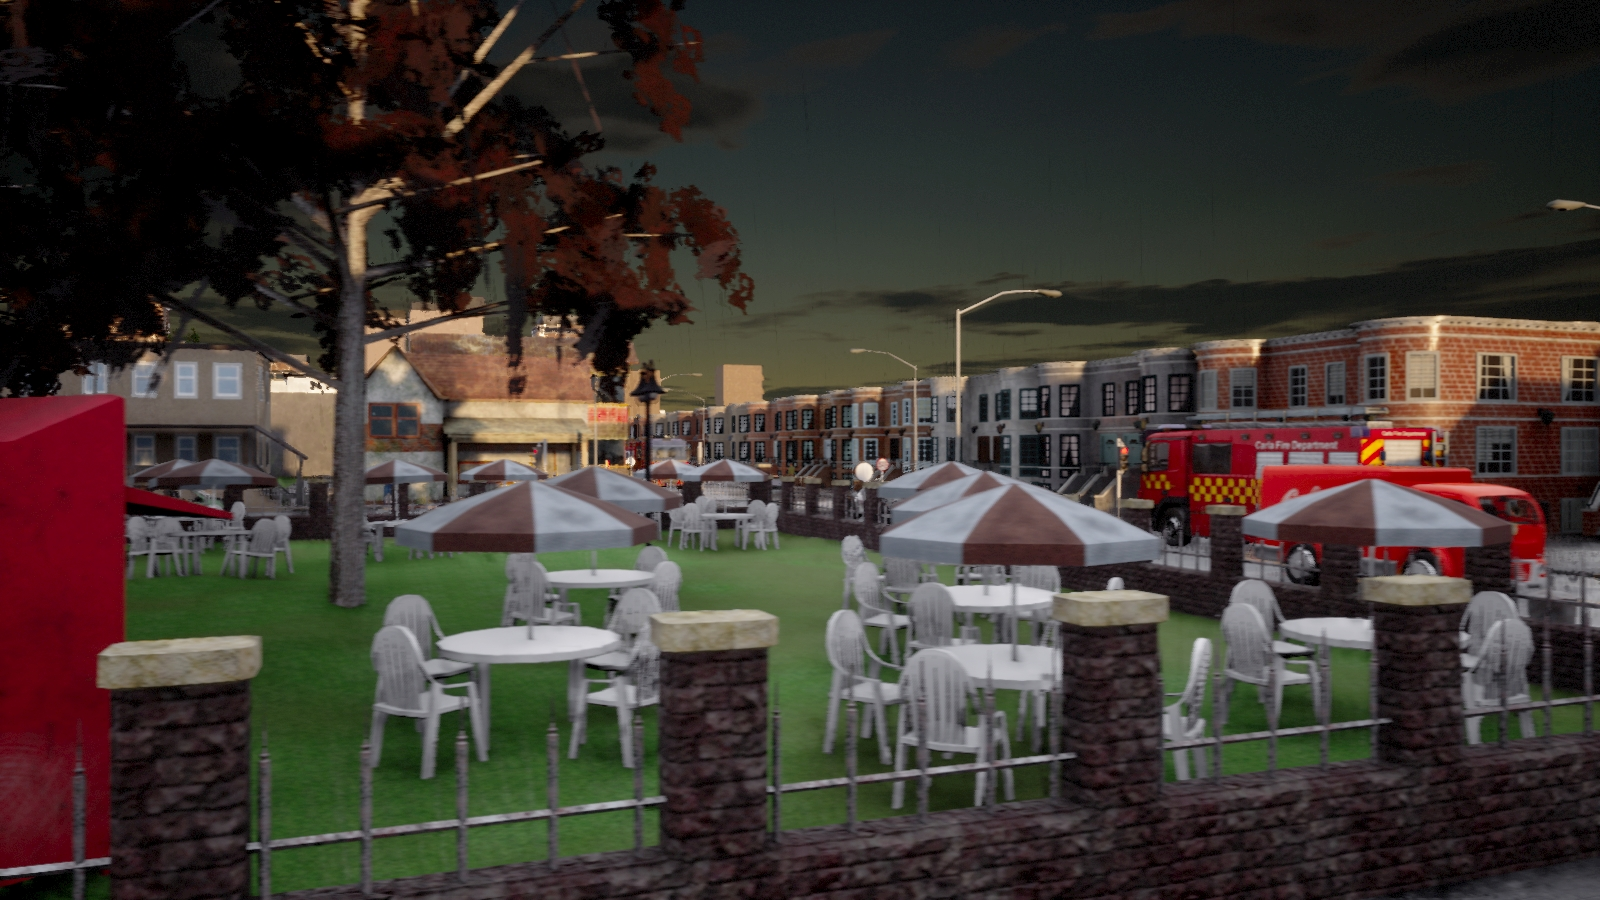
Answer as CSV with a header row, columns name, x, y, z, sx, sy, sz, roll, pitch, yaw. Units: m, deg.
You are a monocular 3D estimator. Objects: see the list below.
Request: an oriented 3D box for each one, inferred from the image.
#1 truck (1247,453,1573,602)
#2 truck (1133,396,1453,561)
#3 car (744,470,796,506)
name,x,y,z,sx,sy,sz,roll,pitch,yaw
truck,11.741,1.336,22.511,2.627,2.467,5.204,0,1,-20
truck,12.896,0.669,30.995,2.891,3.827,8.468,0,0,-21
car,-1.535,1.814,55.953,2.038,1.542,4.974,0,0,-7
